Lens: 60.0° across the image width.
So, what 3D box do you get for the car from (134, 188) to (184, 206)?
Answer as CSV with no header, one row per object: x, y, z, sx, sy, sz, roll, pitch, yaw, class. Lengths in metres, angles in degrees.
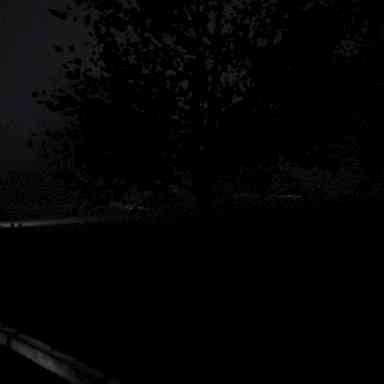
-3.134,0.705,34.448,4.892,1.490,1.837,-2,3,-36,car

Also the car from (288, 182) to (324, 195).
16.053,-0.295,45.909,4.674,1.442,1.812,-3,3,-26,car

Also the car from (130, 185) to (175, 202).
-4.281,0.297,37.961,5.566,2.045,2.150,-2,3,-35,car

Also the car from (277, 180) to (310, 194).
15.231,-0.730,49.398,5.566,2.045,2.150,-3,3,-25,car
